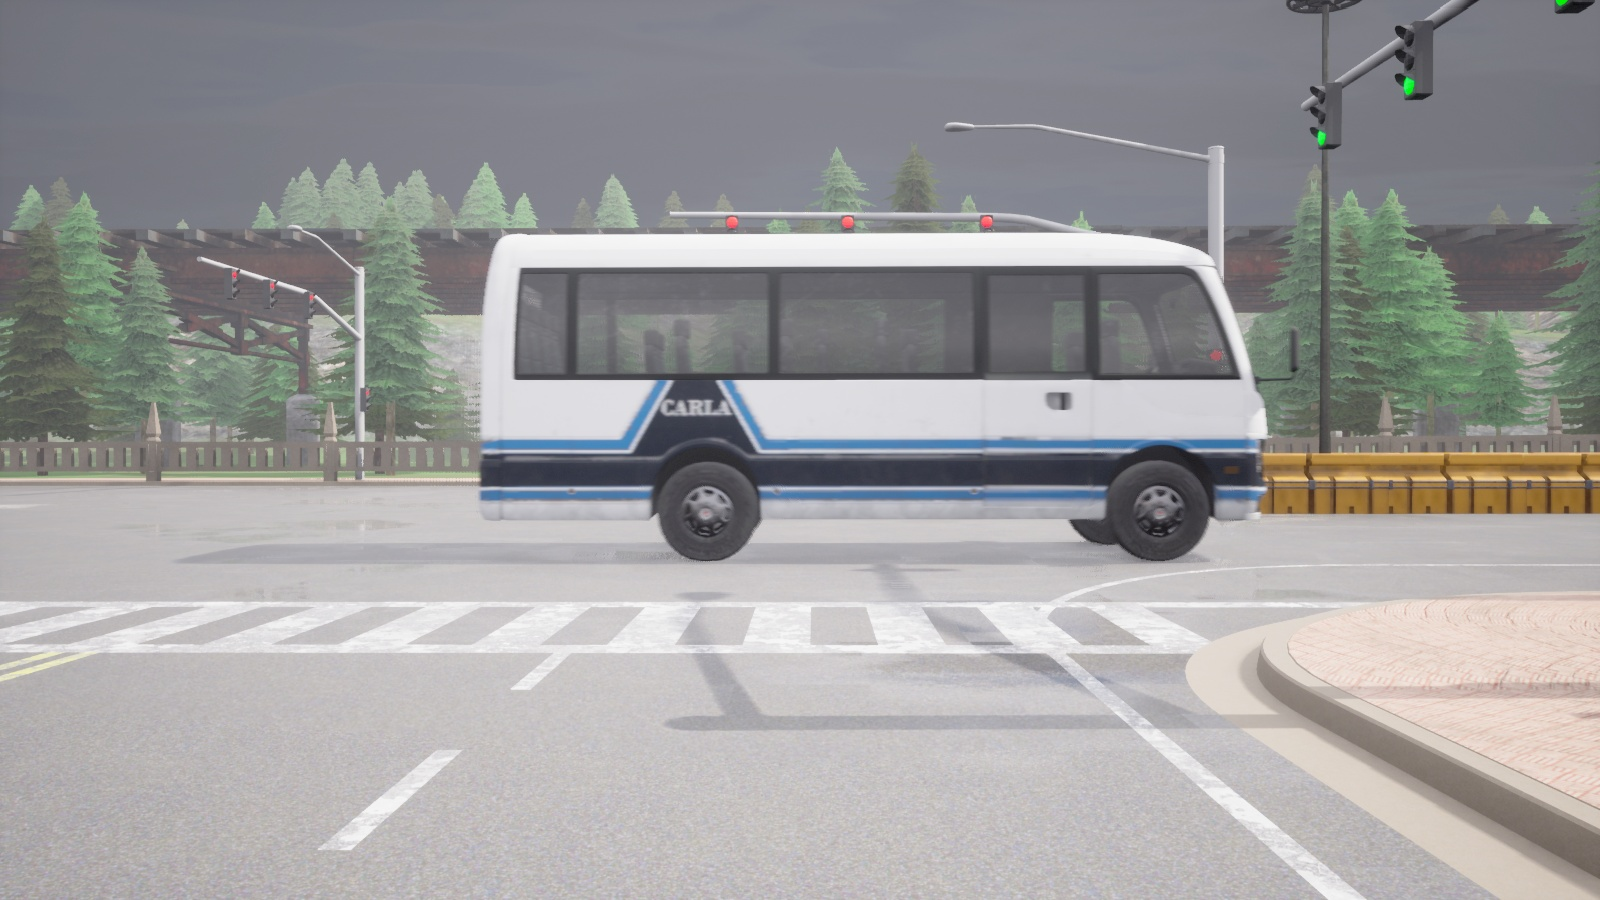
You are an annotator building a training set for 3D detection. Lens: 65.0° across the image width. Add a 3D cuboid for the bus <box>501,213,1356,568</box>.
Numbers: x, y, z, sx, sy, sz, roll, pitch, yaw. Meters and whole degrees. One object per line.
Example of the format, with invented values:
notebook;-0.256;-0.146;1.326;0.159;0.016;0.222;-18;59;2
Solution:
bus;1.546;-0.725;17.083;10.273;4.253;3.944;0;0;1
